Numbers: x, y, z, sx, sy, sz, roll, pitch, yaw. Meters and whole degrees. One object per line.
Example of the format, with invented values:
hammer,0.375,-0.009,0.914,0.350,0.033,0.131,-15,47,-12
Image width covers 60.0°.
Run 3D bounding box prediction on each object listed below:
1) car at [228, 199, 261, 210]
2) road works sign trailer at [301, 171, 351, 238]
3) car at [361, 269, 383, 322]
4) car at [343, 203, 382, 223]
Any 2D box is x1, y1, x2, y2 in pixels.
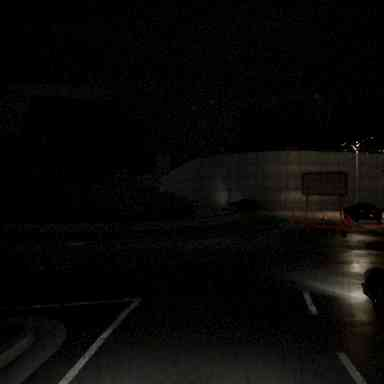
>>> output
car,7.437,1.782,47.765,1.882,1.535,5.008,1,-1,-45
road works sign trailer,7.506,0.614,18.894,2.380,3.560,2.880,0,0,24
car,4.030,1.596,4.173,2.033,1.411,5.357,0,0,7
car,14.436,1.722,28.396,1.882,1.535,5.008,1,0,10
